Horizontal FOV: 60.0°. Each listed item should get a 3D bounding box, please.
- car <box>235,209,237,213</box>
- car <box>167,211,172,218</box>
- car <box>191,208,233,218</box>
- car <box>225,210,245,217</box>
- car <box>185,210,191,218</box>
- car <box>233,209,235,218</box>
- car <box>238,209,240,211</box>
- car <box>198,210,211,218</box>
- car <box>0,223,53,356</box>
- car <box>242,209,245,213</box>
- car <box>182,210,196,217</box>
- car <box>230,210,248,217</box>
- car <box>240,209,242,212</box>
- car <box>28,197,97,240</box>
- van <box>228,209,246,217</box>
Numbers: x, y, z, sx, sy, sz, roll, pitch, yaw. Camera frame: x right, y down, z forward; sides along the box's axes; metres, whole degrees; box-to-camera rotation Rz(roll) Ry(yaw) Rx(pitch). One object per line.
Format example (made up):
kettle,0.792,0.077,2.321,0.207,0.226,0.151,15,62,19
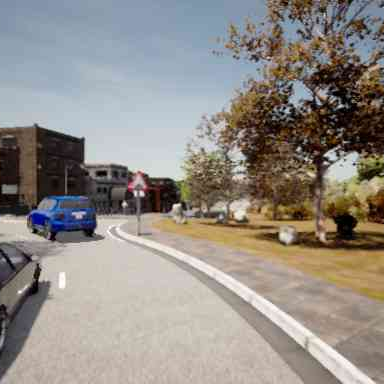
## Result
car,4.081,3.460,52.074,4.892,1.521,2.231,0,-4,13
car,-2.978,4.057,60.537,2.033,1.411,5.357,0,-4,13
car,2.822,3.065,46.726,4.892,1.521,2.231,0,-4,13
car,10.306,5.127,78.990,4.553,1.767,2.185,0,-3,13
car,0.281,4.061,60.206,2.033,1.411,5.357,0,-4,13
car,3.446,3.263,49.402,5.008,1.535,2.097,0,-4,13
car,5.141,3.843,57.472,5.366,1.575,1.946,0,-4,13
car,2.647,4.632,70.373,1.837,1.490,4.892,0,-4,13
car,-3.859,1.575,5.636,2.033,1.411,5.357,0,0,-16
car,7.816,4.612,68.135,4.674,1.452,2.002,0,-4,13
car,-0.612,4.616,70.706,1.812,1.442,4.674,0,-4,13
car,12.207,5.577,86.891,4.553,1.767,2.185,0,-3,13
car,6.537,4.092,62.793,4.553,1.767,2.185,0,-4,13
car,-6.937,1.269,17.570,2.150,2.045,5.566,0,0,-39
van,11.442,5.331,84.252,4.442,1.987,1.878,0,-3,13
